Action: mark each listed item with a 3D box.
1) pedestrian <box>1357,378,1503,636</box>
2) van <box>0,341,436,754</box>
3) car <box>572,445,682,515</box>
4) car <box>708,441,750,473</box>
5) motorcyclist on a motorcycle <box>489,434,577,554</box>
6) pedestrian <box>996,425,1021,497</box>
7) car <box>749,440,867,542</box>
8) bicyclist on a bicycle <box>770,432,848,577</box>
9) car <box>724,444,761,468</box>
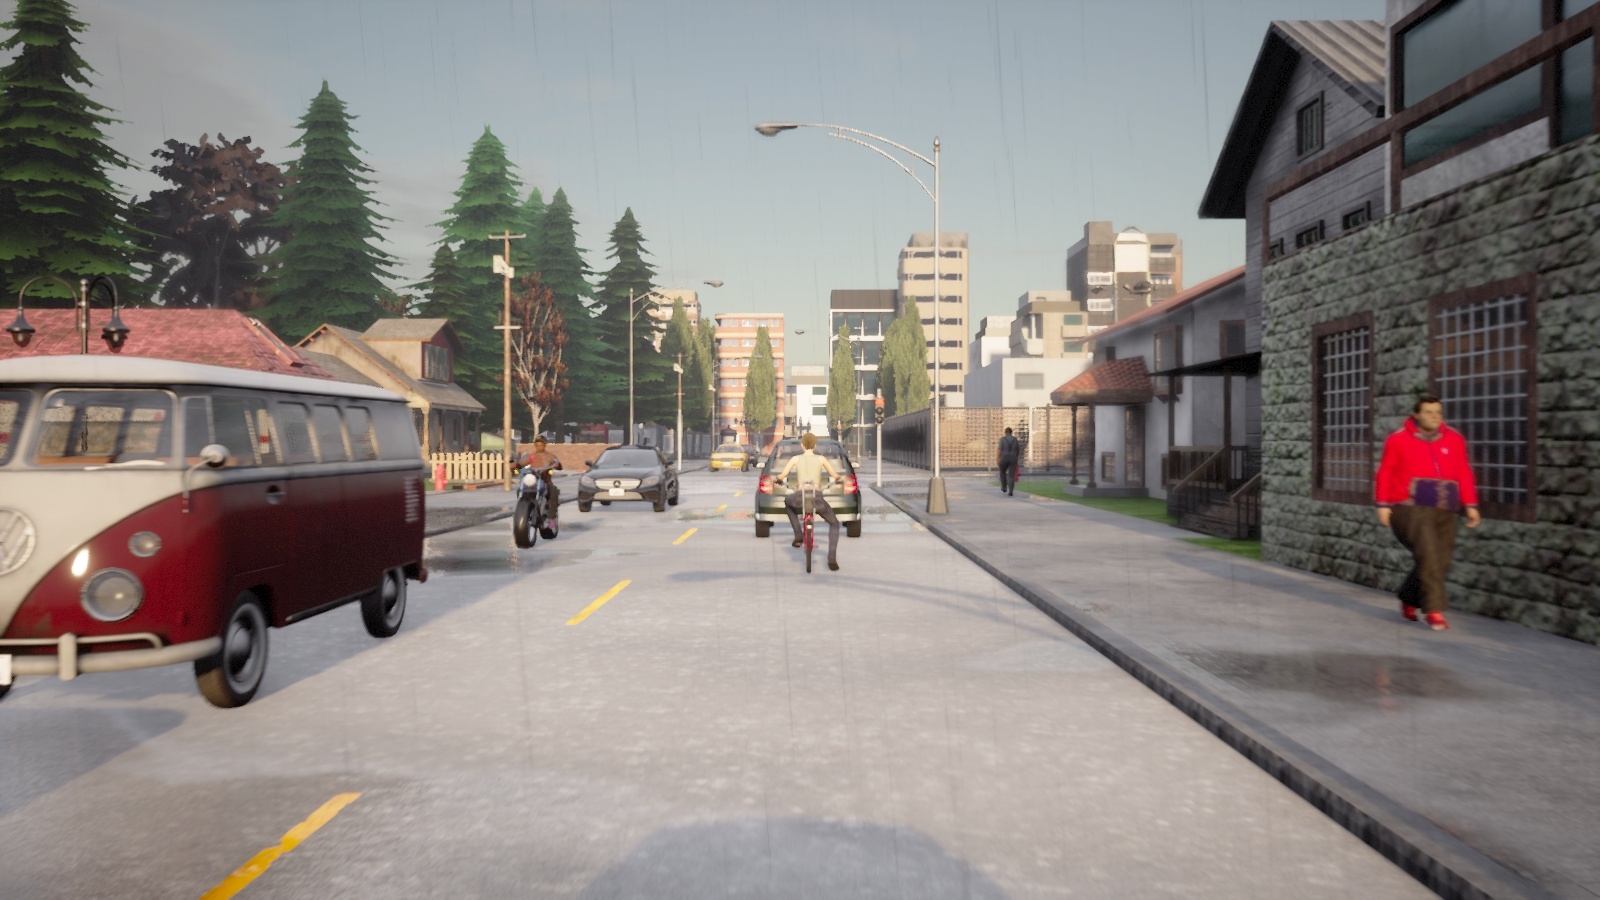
[{"bbox_3d":[4.705,0.407,9.425,0.634,1.844,0.899,0,0,0],"label":"pedestrian"},{"bbox_3d":[-3.938,0.447,8.262,1.775,1.987,4.442,0,1,0],"label":"van"},{"bbox_3d":[-3.823,0.609,28.483,1.812,1.442,4.674,0,0,0],"label":"car"},{"bbox_3d":[-3.615,0.318,64.741,1.801,1.575,5.366,0,0,0],"label":"car"},{"bbox_3d":[-3.880,0.590,18.436,0.766,1.649,2.350,0,1,0],"label":"motorcyclist on a motorcycle"},{"bbox_3d":[5.407,0.277,32.643,0.540,1.848,0.694,0,0,0],"label":"pedestrian"},{"bbox_3d":[0.134,0.608,20.862,1.789,1.549,3.705,0,0,0],"label":"car"},{"bbox_3d":[0.102,0.600,14.677,0.866,1.612,1.509,0,0,0],"label":"bicyclist on a bicycle"},{"bbox_3d":[-3.542,0.352,78.006,2.033,1.411,5.357,0,0,0],"label":"car"}]
